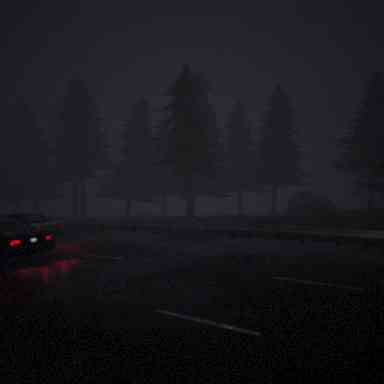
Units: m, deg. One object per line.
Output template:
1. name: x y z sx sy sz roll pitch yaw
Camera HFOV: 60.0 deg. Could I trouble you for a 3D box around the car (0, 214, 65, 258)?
1. car: -7.432 1.648 12.021 5.357 1.411 2.033 -1 0 27
